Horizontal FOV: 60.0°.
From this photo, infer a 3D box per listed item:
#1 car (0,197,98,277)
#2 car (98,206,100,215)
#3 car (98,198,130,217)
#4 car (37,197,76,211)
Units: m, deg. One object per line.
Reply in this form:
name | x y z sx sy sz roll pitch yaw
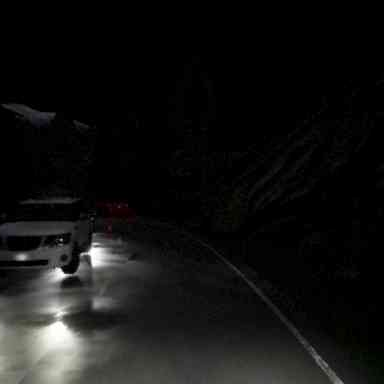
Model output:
car | -4.527 1.202 10.656 2.150 2.045 5.566 0 0 -10
car | -6.900 1.563 20.296 1.895 1.301 4.718 0 0 -19
car | -7.276 1.295 30.610 2.097 1.767 4.553 0 0 -29
car | -16.870 1.416 41.331 4.902 1.511 2.128 0 0 35
